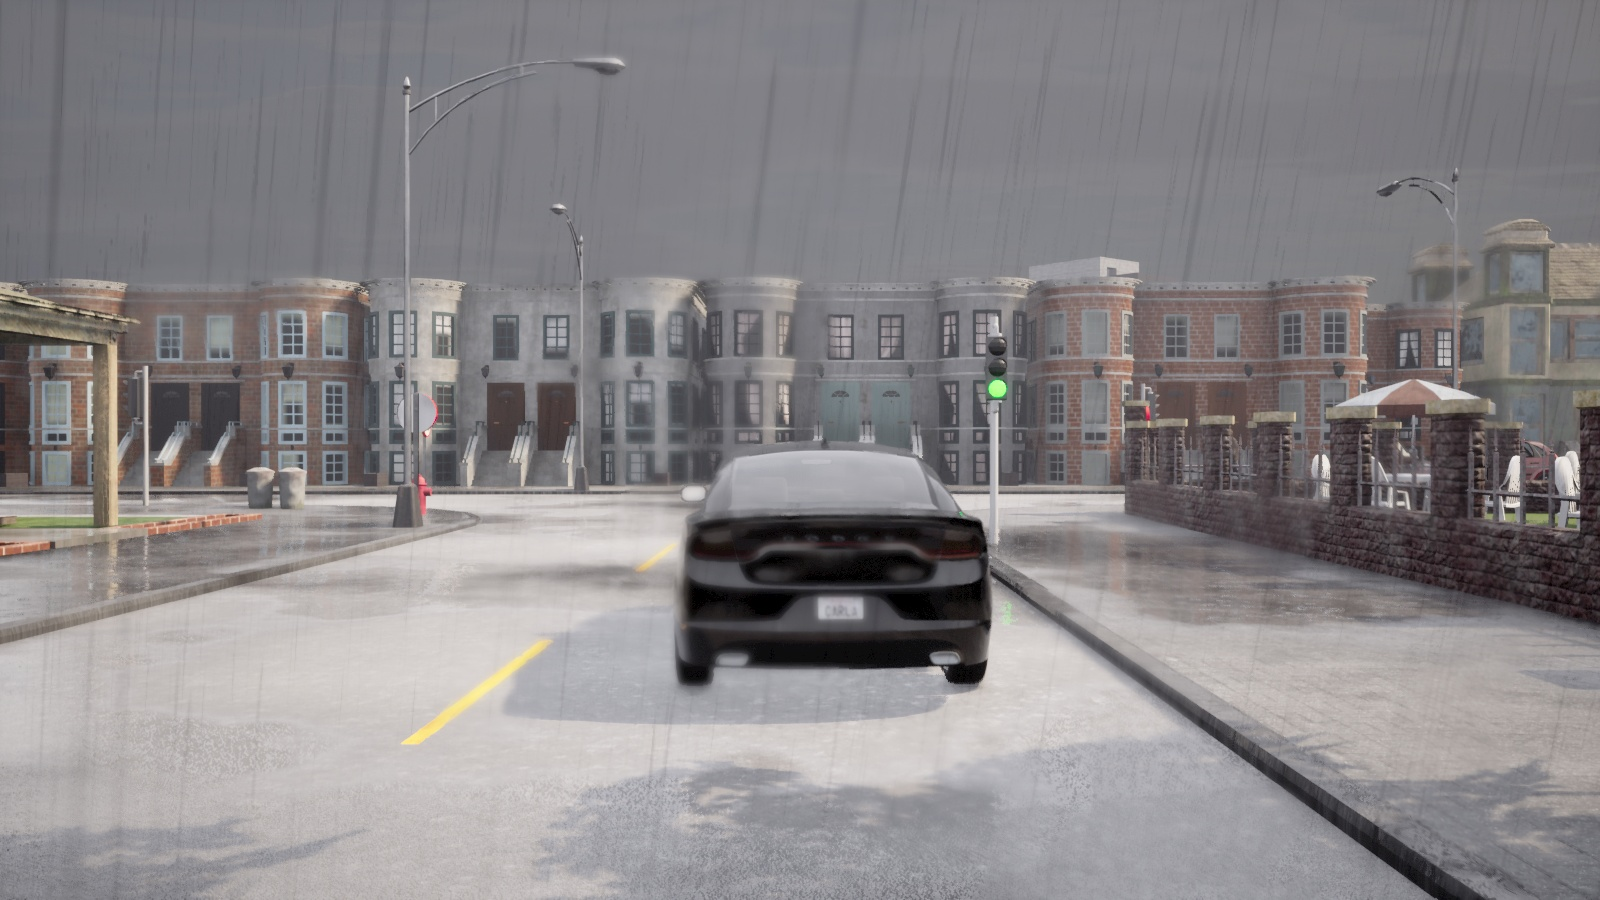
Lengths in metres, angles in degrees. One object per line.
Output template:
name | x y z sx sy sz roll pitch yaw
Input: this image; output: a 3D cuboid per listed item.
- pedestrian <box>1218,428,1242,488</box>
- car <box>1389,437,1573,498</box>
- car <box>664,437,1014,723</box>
pedestrian | 13.428 0.244 39.247 0.634 1.846 0.331 0 0 -1
car | 18.454 0.467 34.165 3.988 1.617 1.851 0 0 1
car | 0.137 0.672 9.259 1.882 1.535 5.008 0 1 -2
